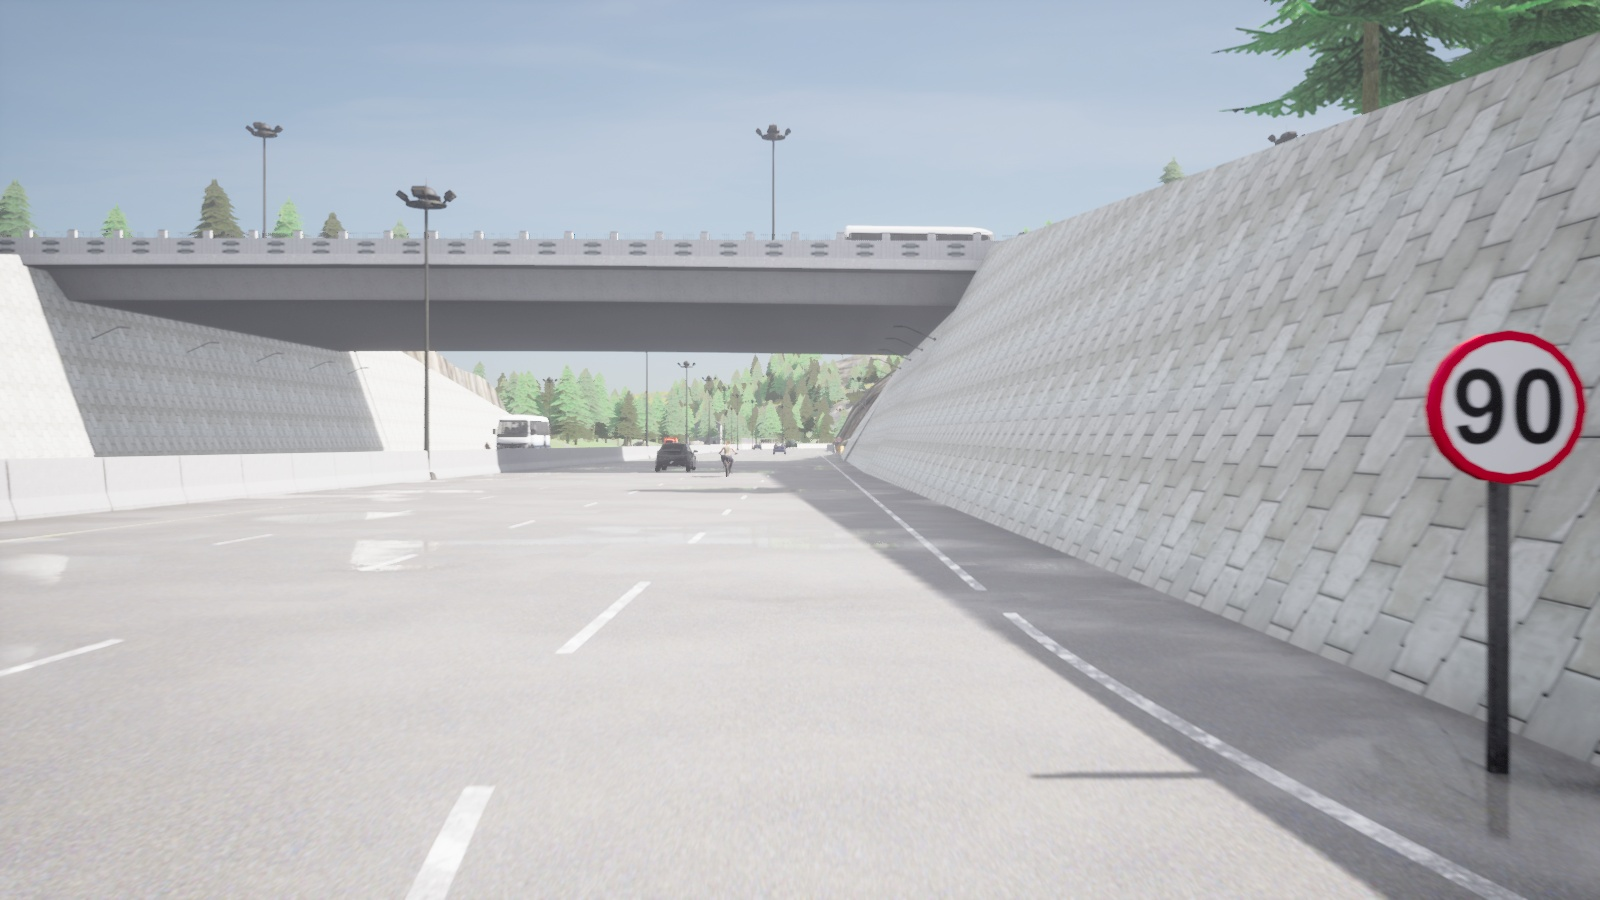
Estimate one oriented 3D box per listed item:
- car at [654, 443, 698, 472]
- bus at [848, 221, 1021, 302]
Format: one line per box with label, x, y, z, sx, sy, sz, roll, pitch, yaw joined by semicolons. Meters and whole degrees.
car;-6.603;0.368;67.036;1.837;1.490;4.892;0;0;0
bus;8.227;-11.656;78.101;10.273;4.253;3.944;1;0;1
